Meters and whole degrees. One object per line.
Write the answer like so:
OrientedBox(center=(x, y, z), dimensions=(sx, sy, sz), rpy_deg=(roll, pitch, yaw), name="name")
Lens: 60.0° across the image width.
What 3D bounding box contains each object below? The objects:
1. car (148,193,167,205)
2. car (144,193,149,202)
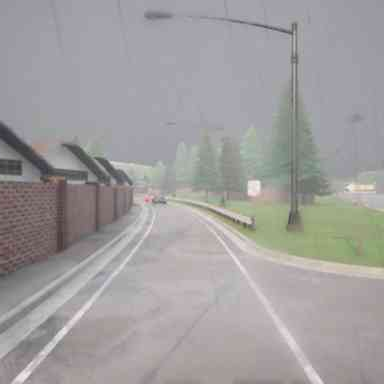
OrientedBox(center=(-5.049, 1.234, 51.040), dimensions=(2.033, 1.411, 5.357), rpy_deg=(0, 0, -13), name="car")
OrientedBox(center=(-7.477, 0.978, 61.265), dimensions=(2.097, 1.767, 4.553), rpy_deg=(0, 0, -16), name="car")
